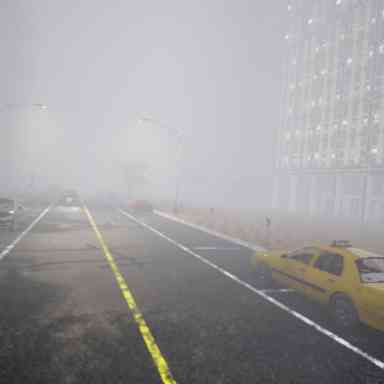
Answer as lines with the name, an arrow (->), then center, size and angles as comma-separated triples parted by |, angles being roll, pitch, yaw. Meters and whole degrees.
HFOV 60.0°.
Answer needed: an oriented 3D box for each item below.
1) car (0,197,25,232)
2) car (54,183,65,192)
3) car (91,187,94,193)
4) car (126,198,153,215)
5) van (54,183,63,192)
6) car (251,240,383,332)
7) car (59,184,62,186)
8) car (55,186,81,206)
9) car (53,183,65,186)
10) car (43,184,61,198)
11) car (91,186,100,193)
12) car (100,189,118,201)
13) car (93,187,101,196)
car -> -8.581, 0.910, 14.901 | 2.008, 1.369, 4.403 | 3, 0, -20
car -> -31.253, -1.117, 78.657 | 2.192, 1.841, 5.009 | 3, 0, -20
car -> -21.511, -0.202, 76.187 | 2.008, 1.369, 4.403 | 3, 0, -20
car -> -4.492, 1.138, 28.358 | 1.887, 1.381, 4.507 | 3, 0, -20
van -> -29.364, -0.941, 73.344 | 1.690, 1.788, 3.998 | 3, 0, -20
car -> 3.017, 1.706, 7.260 | 1.752, 1.417, 4.829 | 3, 0, -20
car -> -21.817, -0.100, 52.094 | 1.802, 1.307, 4.206 | 3, 0, -20
car -> -12.552, 0.512, 34.104 | 2.128, 1.511, 4.902 | 4, 0, -20
car -> -25.582, -0.666, 62.718 | 2.192, 1.841, 5.009 | 3, 0, -20
car -> -19.866, -0.002, 46.620 | 1.752, 1.417, 4.829 | 3, 0, -20
car -> -25.286, -0.614, 86.815 | 1.967, 1.590, 4.097 | 3, 0, -20
car -> -12.056, 0.549, 49.615 | 2.008, 1.369, 4.403 | 3, 0, -20
car -> -17.729, 0.099, 65.559 | 2.008, 1.369, 4.403 | 3, 0, -20
